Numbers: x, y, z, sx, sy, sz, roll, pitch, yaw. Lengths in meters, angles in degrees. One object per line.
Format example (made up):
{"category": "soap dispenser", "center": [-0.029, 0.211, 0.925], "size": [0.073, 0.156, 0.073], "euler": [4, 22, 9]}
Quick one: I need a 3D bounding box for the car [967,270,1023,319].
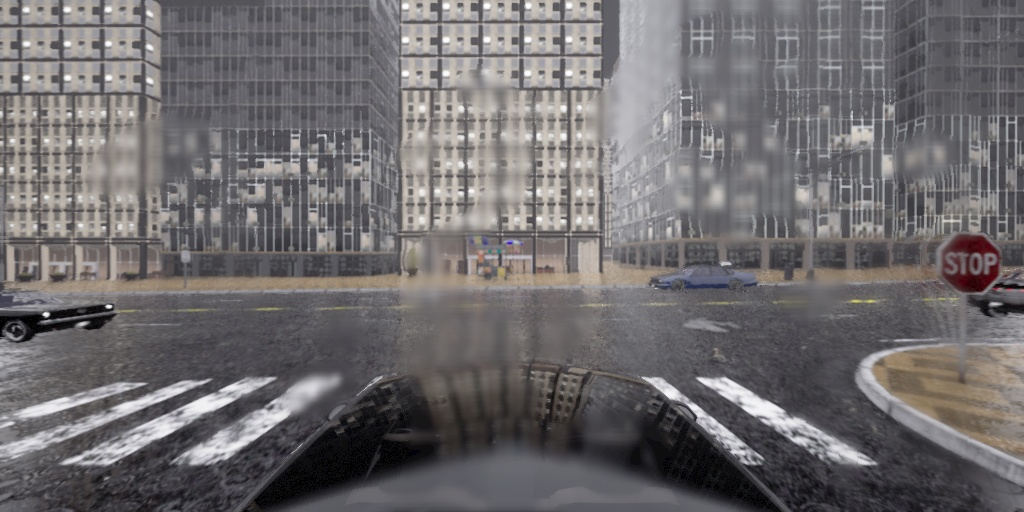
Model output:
{"category": "car", "center": [15.747, 1.097, 9.871], "size": [4.902, 1.511, 2.128], "euler": [-1, 0, 0]}

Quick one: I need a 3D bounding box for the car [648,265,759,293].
{"category": "car", "center": [10.440, 1.208, 19.765], "size": [5.357, 1.411, 2.033], "euler": [-1, 0, 1]}

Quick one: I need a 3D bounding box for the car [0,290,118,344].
{"category": "car", "center": [-14.313, 1.641, 10.124], "size": [4.718, 1.301, 1.895], "euler": [-1, 0, 0]}
